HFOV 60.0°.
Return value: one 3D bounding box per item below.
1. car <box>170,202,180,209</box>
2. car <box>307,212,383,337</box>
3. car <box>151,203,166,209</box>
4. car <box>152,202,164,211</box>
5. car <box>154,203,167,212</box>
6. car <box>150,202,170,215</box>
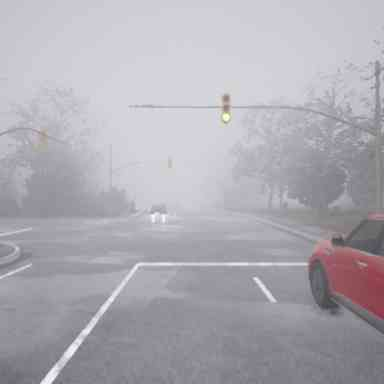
[{"bbox_3d":[-4.600,3.285,81.645,1.882,1.535,5.008,0,-2,-22],"label":"car"},{"bbox_3d":[3.595,1.283,4.915,2.150,2.045,5.566,0,0,0],"label":"car"},{"bbox_3d":[-8.309,3.372,81.507,2.033,1.411,5.357,0,-2,-25],"label":"car"},{"bbox_3d":[-6.479,2.675,62.646,1.882,1.535,5.008,0,-2,-10],"label":"car"},{"bbox_3d":[-4.875,2.433,51.703,1.895,1.301,4.718,0,-2,-7],"label":"car"},{"bbox_3d":[-4.115,2.136,41.791,1.994,1.385,4.181,0,-1,-3],"label":"car"}]
